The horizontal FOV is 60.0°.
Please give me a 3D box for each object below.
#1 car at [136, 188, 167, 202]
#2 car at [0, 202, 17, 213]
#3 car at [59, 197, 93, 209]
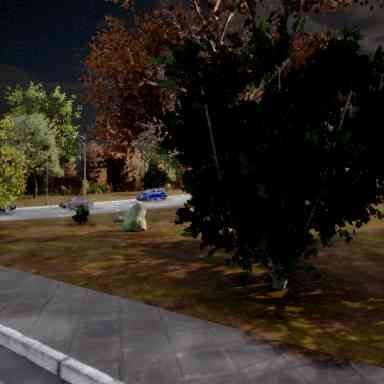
[{"bbox_3d":[-6.352,0.495,52.733,2.150,2.045,5.566,0,2,39],"label":"car"},{"bbox_3d":[-21.024,1.534,34.692,2.128,1.511,4.902,0,1,39],"label":"car"},{"bbox_3d":[-14.757,1.385,42.416,1.994,1.385,4.181,0,2,38],"label":"car"}]
